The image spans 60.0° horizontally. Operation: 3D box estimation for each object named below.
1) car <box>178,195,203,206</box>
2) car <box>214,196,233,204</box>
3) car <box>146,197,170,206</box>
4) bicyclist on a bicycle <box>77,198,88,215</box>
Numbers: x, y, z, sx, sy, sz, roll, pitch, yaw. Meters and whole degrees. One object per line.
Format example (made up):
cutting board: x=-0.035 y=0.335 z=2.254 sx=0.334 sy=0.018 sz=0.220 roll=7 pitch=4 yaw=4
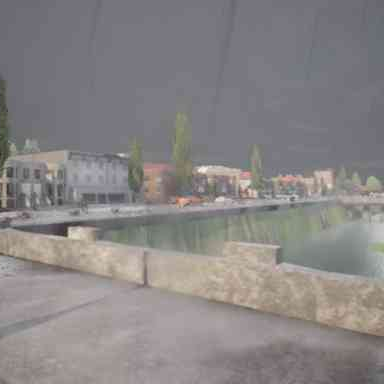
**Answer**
car: x=-0.191 y=1.356 z=53.542 sx=2.097 sy=1.767 sz=4.553 roll=0 pitch=0 yaw=36
car: x=5.855 y=1.530 z=62.105 sx=1.812 sy=1.442 sz=4.674 roll=0 pitch=0 yaw=35
car: x=-5.432 y=1.569 z=53.282 sx=1.994 sy=1.385 sz=4.181 roll=0 pitch=0 yaw=36
bicyclist on a bicycle: x=-10.489 y=1.353 z=31.757 sx=1.656 sy=1.620 sz=0.582 roll=0 pitch=0 yaw=35
